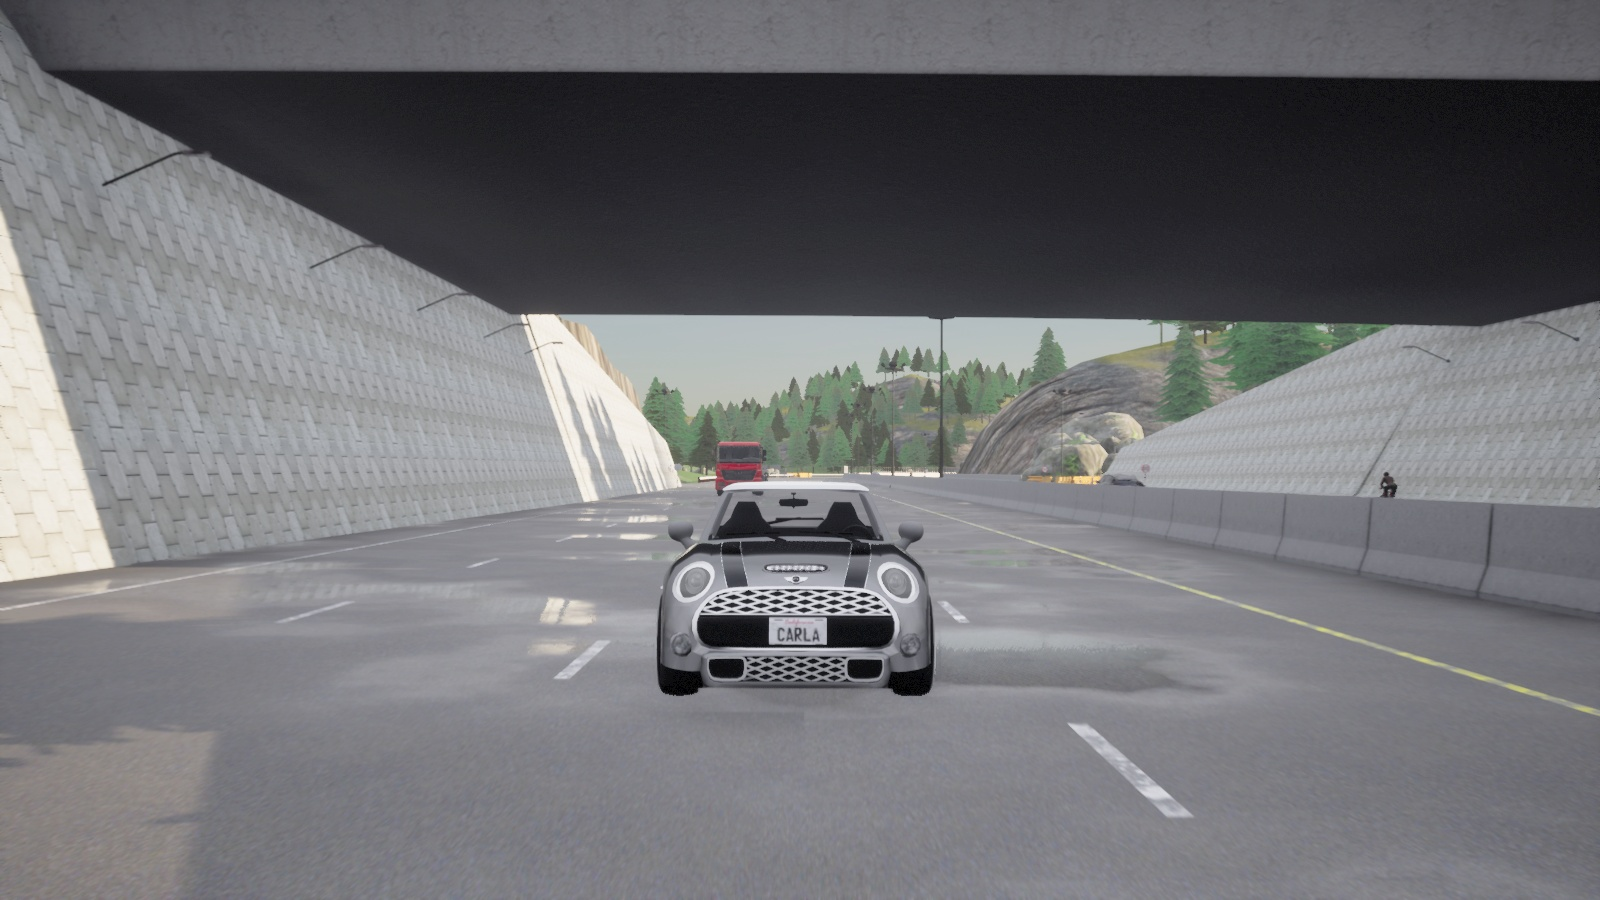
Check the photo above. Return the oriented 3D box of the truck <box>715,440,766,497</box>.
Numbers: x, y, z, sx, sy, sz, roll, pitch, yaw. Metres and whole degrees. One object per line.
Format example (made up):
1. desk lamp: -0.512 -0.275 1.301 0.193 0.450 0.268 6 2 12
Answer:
1. truck: -3.743 1.194 80.411 2.891 3.462 7.936 0 -1 0

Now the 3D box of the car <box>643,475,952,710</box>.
1. car: -0.026 0.946 9.931 1.970 1.475 3.806 0 -1 0

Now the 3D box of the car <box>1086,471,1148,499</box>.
1. car: 17.302 1.895 68.717 2.163 1.488 4.792 0 -1 0
